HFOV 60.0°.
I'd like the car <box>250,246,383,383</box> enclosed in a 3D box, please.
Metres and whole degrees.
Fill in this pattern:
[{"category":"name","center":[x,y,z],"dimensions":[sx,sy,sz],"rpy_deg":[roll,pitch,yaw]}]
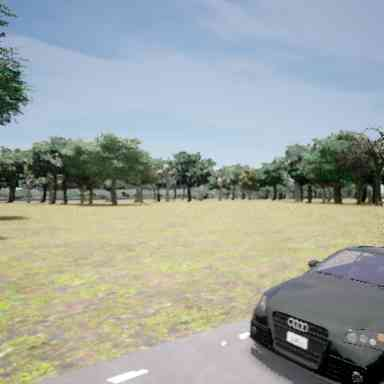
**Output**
[{"category":"car","center":[2.875,1.587,5.123],"dimensions":[4.181,1.385,1.994],"rpy_deg":[0,0,-35]}]
